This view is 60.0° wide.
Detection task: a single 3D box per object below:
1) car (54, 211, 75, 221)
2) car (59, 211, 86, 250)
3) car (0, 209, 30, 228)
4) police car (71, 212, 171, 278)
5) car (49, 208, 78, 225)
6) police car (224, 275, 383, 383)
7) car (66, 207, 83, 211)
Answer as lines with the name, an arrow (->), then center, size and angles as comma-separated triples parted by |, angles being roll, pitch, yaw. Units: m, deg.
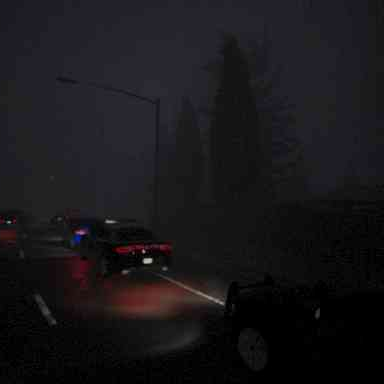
car -> -20.657, 3.892, 54.019 | 2.128, 1.511, 4.902 | 2, -4, -10
car -> -5.077, 1.881, 16.040 | 1.812, 1.442, 4.674 | 3, -2, -27
car -> -14.596, 2.162, 27.354 | 1.837, 1.490, 4.892 | 2, -4, -20
police car -> -2.509, 1.707, 11.360 | 1.930, 1.638, 5.238 | 3, -2, -30
car -> -12.966, 2.620, 33.307 | 1.994, 1.385, 4.181 | 2, -4, -14
police car -> 2.432, 1.642, 3.751 | 1.930, 1.638, 5.238 | 3, -2, -36
car -> -15.434, 2.989, 43.858 | 2.150, 2.045, 5.566 | 2, -4, -9
